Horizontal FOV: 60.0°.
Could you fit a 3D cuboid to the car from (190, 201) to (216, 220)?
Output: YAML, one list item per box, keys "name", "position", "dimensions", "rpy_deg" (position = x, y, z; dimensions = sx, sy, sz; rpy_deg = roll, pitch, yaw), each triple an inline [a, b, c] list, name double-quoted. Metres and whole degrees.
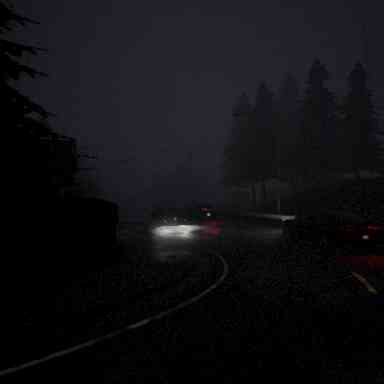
- name: "car"
  position: [0.539, 1.601, 29.258]
  dimensions: [1.837, 1.490, 4.892]
  rpy_deg: [0, 0, -20]

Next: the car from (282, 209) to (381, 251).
- name: "car"
  position: [5.661, 1.474, 14.219]
  dimensions: [1.882, 1.535, 5.008]
  rpy_deg: [0, -1, -11]

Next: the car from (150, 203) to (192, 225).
- name: "car"
  position: [-1.816, 1.674, 24.917]
  dimensions: [1.994, 1.385, 4.181]
  rpy_deg: [-1, 0, -20]
